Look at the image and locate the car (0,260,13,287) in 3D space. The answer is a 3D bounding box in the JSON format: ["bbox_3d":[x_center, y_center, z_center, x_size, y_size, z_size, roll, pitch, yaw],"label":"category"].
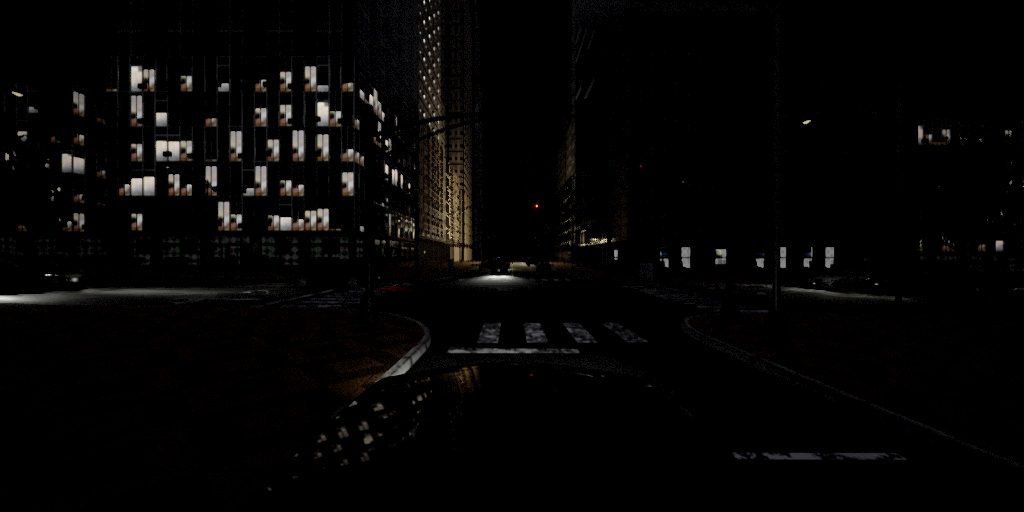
[{"bbox_3d":[-23.001,0.915,13.878,4.181,1.385,1.994,1,0,-2],"label":"car"}]

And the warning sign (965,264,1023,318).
[{"bbox_3d":[17.313,1.203,12.853,1.060,1.860,1.300,0,0,-2],"label":"warning sign"}]

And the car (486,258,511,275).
[{"bbox_3d":[-1.373,1.253,39.687,2.128,1.511,4.902,0,0,0],"label":"car"}]

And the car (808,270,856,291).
[{"bbox_3d":[24.044,1.727,25.853,4.674,1.442,1.812,1,0,-2],"label":"car"}]

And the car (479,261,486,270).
[{"bbox_3d":[-3.852,1.336,52.222,1.802,1.307,4.207,0,0,0],"label":"car"}]

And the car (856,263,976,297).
[{"bbox_3d":[25.702,1.454,22.671,5.566,2.045,2.150,1,0,-2],"label":"car"}]

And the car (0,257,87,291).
[{"bbox_3d":[-23.441,0.833,17.112,4.902,1.511,2.128,1,0,-2],"label":"car"}]

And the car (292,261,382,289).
[{"bbox_3d":[-10.241,1.059,21.082,5.008,1.535,1.882,1,-1,4],"label":"car"}]

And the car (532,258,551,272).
[{"bbox_3d":[4.082,1.323,46.702,1.948,1.339,4.313,0,0,0],"label":"car"}]
